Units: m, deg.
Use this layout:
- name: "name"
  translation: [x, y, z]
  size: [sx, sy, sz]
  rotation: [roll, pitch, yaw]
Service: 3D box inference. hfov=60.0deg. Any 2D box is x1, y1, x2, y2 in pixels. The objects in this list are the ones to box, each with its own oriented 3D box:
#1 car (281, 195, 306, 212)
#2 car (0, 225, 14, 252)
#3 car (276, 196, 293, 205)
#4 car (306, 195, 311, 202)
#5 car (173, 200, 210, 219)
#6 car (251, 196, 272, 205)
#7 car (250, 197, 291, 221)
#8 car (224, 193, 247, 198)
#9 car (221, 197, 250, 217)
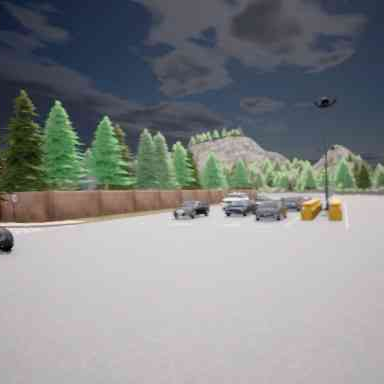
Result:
- name: "car"
  translation: [10.839, 1.308, 36.220]
  size: [1.837, 1.490, 4.892]
  rotation: [-1, 0, 25]
- name: "car"
  translation: [-9.084, 1.739, 13.596]
  size: [4.181, 1.385, 1.994]
  rotation: [-1, 0, 37]
- name: "car"
  translation: [14.870, 1.331, 53.336]
  size: [1.895, 1.301, 4.718]
  rotation: [-1, 0, 25]
- name: "car"
  translation: [15.827, 1.202, 47.119]
  size: [2.128, 1.511, 4.902]
  rotation: [-1, 0, 25]
- name: "car"
  translation: [0.028, 1.497, 29.388]
  size: [2.128, 1.511, 4.902]
  rotation: [-1, 0, 25]
- name: "car"
  translation: [11.396, 1.344, 54.190]
  size: [2.033, 1.411, 5.357]
  rotation: [-1, 0, 25]
- name: "car"
  translation: [6.326, 1.391, 26.328]
  size: [1.837, 1.490, 4.892]
  rotation: [-1, 0, 25]
- name: "car"
  translation: [5.394, 1.130, 41.142]
  size: [2.150, 2.045, 5.566]
  rotation: [-1, 0, 25]
- name: "car"
  translation: [4.679, 1.466, 31.131]
  size: [2.033, 1.411, 5.357]
  rotation: [-1, 0, 25]
